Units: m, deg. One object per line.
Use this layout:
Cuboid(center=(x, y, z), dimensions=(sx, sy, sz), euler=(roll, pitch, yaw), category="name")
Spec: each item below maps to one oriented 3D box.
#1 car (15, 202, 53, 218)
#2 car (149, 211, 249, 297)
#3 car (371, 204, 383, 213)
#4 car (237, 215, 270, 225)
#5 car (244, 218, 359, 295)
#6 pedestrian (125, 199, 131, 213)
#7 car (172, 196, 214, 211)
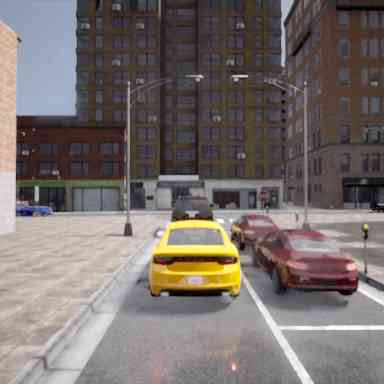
Cuboid(center=(-15.226, 1.617, 30.079), dimensions=(5.008, 1.535, 1.882), euler=(-1, -1, 0), category="car")
Cuboid(center=(0.068, 1.479, 8.631), dimensions=(1.882, 1.535, 5.008), euler=(0, 0, 0), category="car")
Cuboid(center=(20.416, 1.450, 32.975), dimensions=(4.718, 1.301, 1.895), euler=(0, -1, 0), category="car")
Cuboid(center=(2.616, 1.586, 13.873), dimensions=(1.802, 1.307, 4.206), euler=(1, 0, 0), category="car")
Cuboid(center=(2.630, 1.583, 8.435), dimensions=(1.802, 1.307, 4.206), euler=(1, 0, 0), category="car")
Cuboid(center=(-6.914, 1.297, 35.931), dimensions=(0.375, 1.860, 0.375), euler=(0, -1, 0), category="pedestrian")
Cuboid(center=(0.053, 1.227, 18.680), dimensions=(2.150, 2.045, 5.566), euler=(0, 0, 1), category="car")
